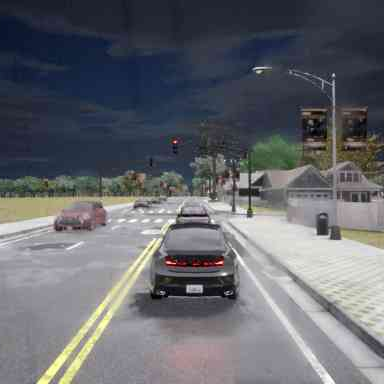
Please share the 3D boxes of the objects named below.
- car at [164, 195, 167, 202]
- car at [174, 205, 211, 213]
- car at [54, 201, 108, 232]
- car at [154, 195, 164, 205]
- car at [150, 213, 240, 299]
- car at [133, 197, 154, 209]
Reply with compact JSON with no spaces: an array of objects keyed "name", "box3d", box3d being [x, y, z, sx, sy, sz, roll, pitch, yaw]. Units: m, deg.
[{"name":"car","box3d":[-6.607,1.462,75.104,1.882,1.535,5.008,0,0,0]},{"name":"car","box3d":[0.048,1.501,18.720,2.128,1.511,4.902,0,0,-2]},{"name":"car","box3d":[-6.629,1.362,20.254,2.097,1.767,4.553,0,0,0]},{"name":"car","box3d":[-6.655,1.567,60.224,1.994,1.385,4.181,0,0,0]},{"name":"car","box3d":[0.071,1.510,8.451,1.837,1.490,4.892,0,0,1]},{"name":"car","box3d":[-6.663,1.573,45.000,1.994,1.385,4.181,0,0,0]}]
